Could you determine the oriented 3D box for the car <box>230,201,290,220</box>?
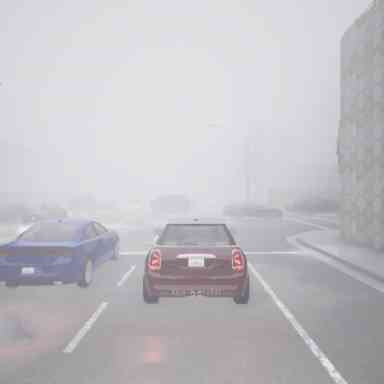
[{"bbox_3d":[4.974,1.491,27.069,4.902,1.511,2.128,0,0,-4],"label":"car"}]

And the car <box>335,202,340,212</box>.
[{"bbox_3d":[15.002,1.547,38.778,5.357,1.411,2.033,0,0,-1],"label":"car"}]

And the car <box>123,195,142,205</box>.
[{"bbox_3d":[-10.529,1.351,60.648,2.097,1.767,4.553,0,0,0],"label":"car"}]

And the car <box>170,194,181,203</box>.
[{"bbox_3d":[-3.359,1.352,67.405,2.097,1.767,4.553,0,0,0],"label":"car"}]

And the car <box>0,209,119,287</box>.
[{"bbox_3d":[-3.394,1.478,9.373,1.882,1.535,5.008,0,0,0],"label":"car"}]

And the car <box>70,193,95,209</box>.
[{"bbox_3d":[-14.074,1.220,43.144,2.150,2.045,5.566,0,0,0],"label":"car"}]

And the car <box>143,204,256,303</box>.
[{"bbox_3d":[0.088,1.352,8.385,2.097,1.767,4.553,0,0,0],"label":"car"}]

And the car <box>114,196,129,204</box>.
[{"bbox_3d":[-13.978,1.477,66.225,1.882,1.535,5.008,0,0,0],"label":"car"}]

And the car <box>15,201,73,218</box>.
[{"bbox_3d":[-10.586,1.564,24.161,1.994,1.385,4.181,0,0,0],"label":"car"}]

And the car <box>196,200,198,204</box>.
[{"bbox_3d":[-0.133,1.547,53.032,2.033,1.411,5.357,0,0,4],"label":"car"}]

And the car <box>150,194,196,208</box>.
[{"bbox_3d":[-2.511,1.222,37.745,2.150,2.045,5.566,0,0,-42],"label":"car"}]

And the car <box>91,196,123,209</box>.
[{"bbox_3d":[-10.576,1.547,41.880,2.033,1.411,5.357,0,0,0],"label":"car"}]

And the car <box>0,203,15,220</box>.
[{"bbox_3d":[-14.085,1.547,25.474,2.033,1.411,5.357,0,0,0],"label":"car"}]

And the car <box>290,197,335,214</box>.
[{"bbox_3d":[12.128,1.352,35.252,4.553,1.767,2.097,0,0,-1],"label":"car"}]
